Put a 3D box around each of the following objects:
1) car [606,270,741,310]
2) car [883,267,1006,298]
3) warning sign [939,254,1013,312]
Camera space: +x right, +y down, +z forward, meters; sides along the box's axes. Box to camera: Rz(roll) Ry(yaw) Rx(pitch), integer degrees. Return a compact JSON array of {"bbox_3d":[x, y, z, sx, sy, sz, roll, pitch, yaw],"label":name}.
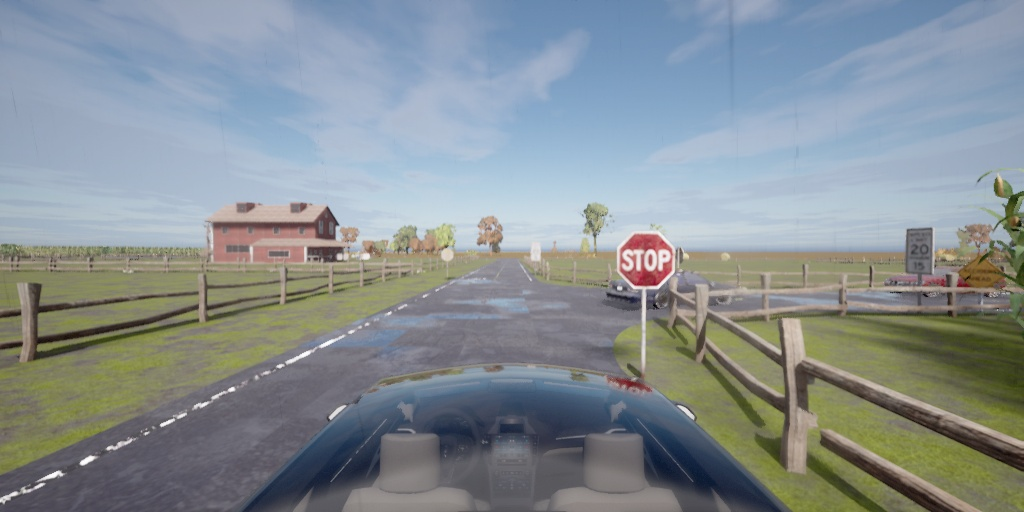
[{"bbox_3d":[6.441,1.252,14.282,5.357,1.411,2.033,0,1,-19],"label":"car"},{"bbox_3d":[21.025,1.236,17.478,4.674,1.442,1.812,0,1,0],"label":"car"},{"bbox_3d":[15.887,0.894,12.165,1.060,1.860,1.300,0,0,0],"label":"warning sign"}]
